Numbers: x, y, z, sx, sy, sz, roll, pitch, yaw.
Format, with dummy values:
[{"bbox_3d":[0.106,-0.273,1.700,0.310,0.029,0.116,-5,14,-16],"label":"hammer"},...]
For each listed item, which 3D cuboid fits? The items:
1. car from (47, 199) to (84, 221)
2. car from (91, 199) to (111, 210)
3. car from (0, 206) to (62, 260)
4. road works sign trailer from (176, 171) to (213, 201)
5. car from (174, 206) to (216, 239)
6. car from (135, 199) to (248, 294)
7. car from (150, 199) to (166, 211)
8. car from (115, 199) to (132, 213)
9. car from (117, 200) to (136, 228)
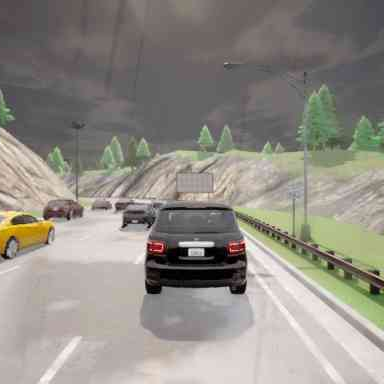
[{"bbox_3d":[-10.476,1.354,27.458,2.097,1.767,4.553,0,0,-2],"label":"car"},{"bbox_3d":[-11.439,1.564,42.119,1.994,1.385,4.181,0,0,-7],"label":"car"},{"bbox_3d":[-6.914,1.478,12.540,1.882,1.535,5.008,0,0,0],"label":"car"},{"bbox_3d":[0.188,0.464,21.612,2.380,3.560,2.880,0,0,0],"label":"road works sign trailer"},{"bbox_3d":[0.120,1.559,18.115,1.994,1.385,4.181,0,0,-1],"label":"car"},{"bbox_3d":[0.088,1.221,8.898,2.150,2.045,5.566,0,0,0],"label":"car"},{"bbox_3d":[-4.402,1.600,42.392,1.895,1.301,4.718,0,0,-6],"label":"car"},{"bbox_3d":[-7.440,1.477,37.517,1.882,1.535,5.008,0,0,-4],"label":"car"},{"bbox_3d":[-3.431,1.505,22.387,1.837,1.490,4.892,0,0,0],"label":"car"}]
